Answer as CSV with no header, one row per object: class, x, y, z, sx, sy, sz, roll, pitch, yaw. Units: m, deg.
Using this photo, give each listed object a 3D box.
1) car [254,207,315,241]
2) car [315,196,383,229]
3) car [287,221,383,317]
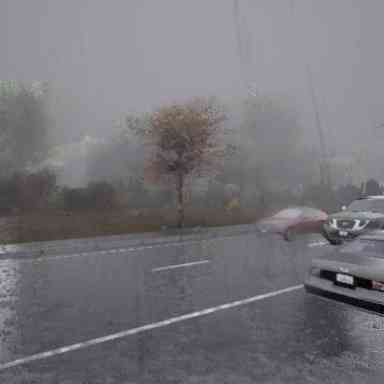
car,5.123,1.484,16.239,4.674,1.442,1.812,0,0,-35
car,7.841,1.180,13.878,5.566,2.045,2.150,0,0,-35
car,4.670,1.522,7.132,5.357,1.411,2.033,0,0,-35
